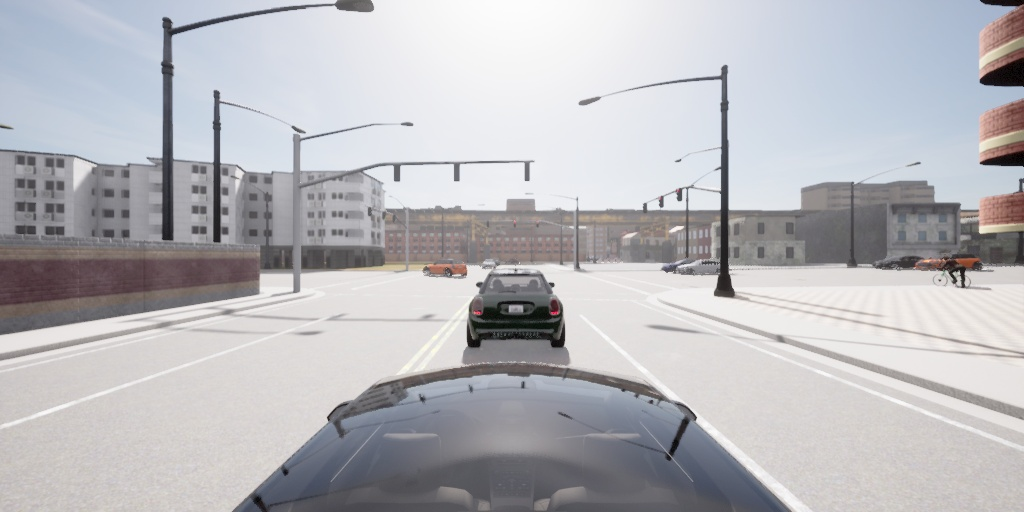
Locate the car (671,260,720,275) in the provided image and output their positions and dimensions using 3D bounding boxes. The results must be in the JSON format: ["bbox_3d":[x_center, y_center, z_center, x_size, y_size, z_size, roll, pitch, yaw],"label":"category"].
[{"bbox_3d":[18.606,1.106,35.116,4.674,1.442,1.812,-1,0,2],"label":"car"}]

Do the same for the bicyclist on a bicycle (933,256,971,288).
[{"bbox_3d":[22.671,0.833,18.521,0.582,1.620,1.656,-1,0,1],"label":"bicyclist on a bicycle"}]

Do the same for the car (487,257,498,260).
[{"bbox_3d":[-3.513,1.242,55.504,1.812,1.442,4.674,0,0,0],"label":"car"}]

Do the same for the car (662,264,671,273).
[{"bbox_3d":[18.575,1.109,38.600,4.674,1.442,1.812,-1,0,1],"label":"car"}]

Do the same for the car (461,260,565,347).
[{"bbox_3d":[0.091,1.097,9.430,2.097,1.767,4.553,0,0,0],"label":"car"}]

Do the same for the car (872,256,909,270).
[{"bbox_3d":[41.286,0.711,38.102,4.892,1.490,1.837,-1,0,1],"label":"car"}]

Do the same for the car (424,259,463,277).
[{"bbox_3d":[-6.480,1.062,34.525,4.553,1.767,2.097,0,0,39],"label":"car"}]

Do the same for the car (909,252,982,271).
[{"bbox_3d":[42.004,0.547,34.582,4.553,1.767,2.097,-1,0,1],"label":"car"}]
